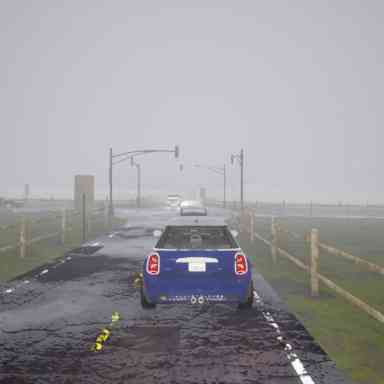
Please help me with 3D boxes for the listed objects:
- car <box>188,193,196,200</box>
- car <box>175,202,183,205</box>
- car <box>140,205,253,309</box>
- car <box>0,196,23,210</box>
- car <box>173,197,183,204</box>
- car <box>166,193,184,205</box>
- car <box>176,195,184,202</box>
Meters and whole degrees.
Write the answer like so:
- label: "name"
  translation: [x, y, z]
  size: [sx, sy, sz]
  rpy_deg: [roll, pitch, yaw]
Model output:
- label: "car"
  translation: [0.026, 1.256, 91.817]
  size: [2.150, 2.045, 5.566]
  rpy_deg: [0, 0, 0]
- label: "car"
  translation: [0.080, 1.507, 17.196]
  size: [1.837, 1.490, 4.892]
  rpy_deg: [0, 0, 0]
- label: "car"
  translation: [0.090, 1.353, 8.030]
  size: [2.097, 1.767, 4.553]
  rpy_deg: [0, 0, 0]
- label: "car"
  translation: [-21.078, 1.112, 36.297]
  size: [5.008, 1.535, 1.882]
  rpy_deg: [1, 0, 0]
- label: "car"
  translation: [-2.808, 1.620, 67.790]
  size: [1.895, 1.301, 4.718]
  rpy_deg: [0, 0, 1]
- label: "car"
  translation: [-2.910, 1.234, 53.097]
  size: [2.150, 2.045, 5.566]
  rpy_deg: [0, 0, 0]
- label: "car"
  translation: [-2.760, 1.548, 78.225]
  size: [1.812, 1.442, 4.674]
  rpy_deg: [0, 0, 0]
